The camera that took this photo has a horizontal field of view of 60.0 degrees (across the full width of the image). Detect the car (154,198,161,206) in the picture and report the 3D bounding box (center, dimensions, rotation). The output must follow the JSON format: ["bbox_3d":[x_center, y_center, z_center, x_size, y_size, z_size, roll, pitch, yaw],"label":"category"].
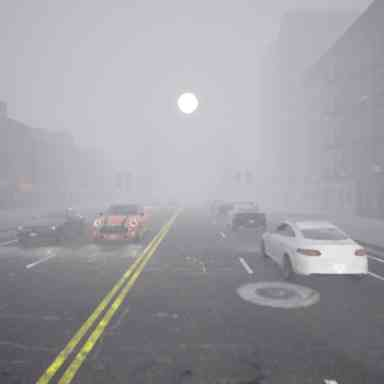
[{"bbox_3d":[-6.547,1.717,58.043,2.128,1.511,4.902,0,-1,0],"label":"car"}]

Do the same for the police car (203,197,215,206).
[{"bbox_3d":[3.259,1.827,64.646,2.038,1.542,4.974,0,-1,0],"label":"police car"}]

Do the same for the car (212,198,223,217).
[{"bbox_3d":[3.255,1.507,31.636,1.882,1.535,5.008,0,0,0],"label":"car"}]

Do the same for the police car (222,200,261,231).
[{"bbox_3d":[3.253,1.427,20.746,1.930,1.638,5.238,0,0,0],"label":"police car"}]

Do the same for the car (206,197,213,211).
[{"bbox_3d":[3.257,1.640,42.638,1.994,1.385,4.181,0,0,0],"label":"car"}]

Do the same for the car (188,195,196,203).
[{"bbox_3d":[0.014,2.016,95.293,2.150,2.045,5.566,0,-1,0],"label":"car"}]

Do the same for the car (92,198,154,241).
[{"bbox_3d":[-3.347,1.342,16.411,2.097,1.767,4.553,0,0,0],"label":"car"}]

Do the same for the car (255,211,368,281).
[{"bbox_3d":[3.252,1.501,9.634,1.812,1.442,4.674,0,0,0],"label":"car"}]

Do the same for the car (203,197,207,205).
[{"bbox_3d":[3.258,1.651,53.642,1.882,1.535,5.008,0,-1,0],"label":"car"}]

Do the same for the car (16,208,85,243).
[{"bbox_3d":[-6.596,1.515,16.148,1.812,1.442,4.674,0,0,0],"label":"car"}]

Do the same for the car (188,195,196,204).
[{"bbox_3d":[0.010,1.912,75.238,2.033,1.411,5.357,0,-1,0],"label":"car"}]

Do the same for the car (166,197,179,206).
[{"bbox_3d":[-3.296,1.730,58.042,1.837,1.490,4.892,0,-1,0],"label":"car"}]
